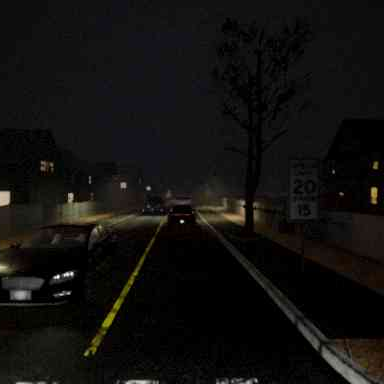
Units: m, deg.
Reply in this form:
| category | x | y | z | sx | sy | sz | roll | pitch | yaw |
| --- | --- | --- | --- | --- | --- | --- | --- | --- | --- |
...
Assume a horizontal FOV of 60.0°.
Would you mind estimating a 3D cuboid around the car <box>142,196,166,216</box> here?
| category | x | y | z | sx | sy | sz | roll | pitch | yaw |
| --- | --- | --- | --- | --- | --- | --- | --- | --- | --- |
| car | -4.009 | 1.430 | 36.161 | 2.150 | 2.045 | 5.566 | 0 | -1 | 0 |

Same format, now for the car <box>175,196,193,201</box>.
| category | x | y | z | sx | sy | sz | roll | pitch | yaw |
| --- | --- | --- | --- | --- | --- | --- | --- | --- | --- |
| car | -1.083 | 1.488 | 43.994 | 2.150 | 2.045 | 5.566 | 0 | 0 | 0 |

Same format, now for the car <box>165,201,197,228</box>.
| category | x | y | z | sx | sy | sz | roll | pitch | yaw |
| --- | --- | --- | --- | --- | --- | --- | --- | --- | --- |
| car | -0.725 | 1.618 | 23.361 | 1.837 | 1.490 | 4.892 | 0 | 0 | -2 |

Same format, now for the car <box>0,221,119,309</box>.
| category | x | y | z | sx | sy | sz | roll | pitch | yaw |
| --- | --- | --- | --- | --- | --- | --- | --- | --- | --- |
| car | -3.040 | 1.527 | 8.178 | 2.128 | 1.511 | 4.902 | 0 | 0 | -2 |
